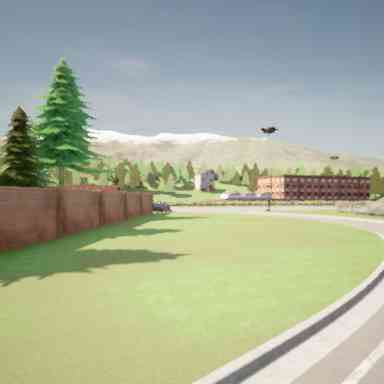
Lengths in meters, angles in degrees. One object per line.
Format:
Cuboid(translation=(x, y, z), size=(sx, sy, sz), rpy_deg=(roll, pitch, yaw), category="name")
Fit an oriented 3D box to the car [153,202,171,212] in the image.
Cuboid(translation=(-5.124, 2.156, 47.852), size=(4.181, 1.385, 1.994), rpy_deg=(0, -1, 6), category="car")
